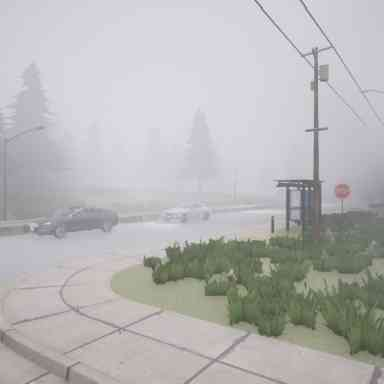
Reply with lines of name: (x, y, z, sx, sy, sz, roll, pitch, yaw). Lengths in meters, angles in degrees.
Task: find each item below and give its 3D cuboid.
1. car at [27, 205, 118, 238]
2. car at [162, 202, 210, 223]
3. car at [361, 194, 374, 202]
car: (-6.165, 1.492, 17.772, 2.128, 1.511, 4.902, 0, 0, 36)
car: (-0.319, 1.526, 25.845, 1.812, 1.442, 4.674, 0, 0, 36)
car: (40.420, 1.355, 76.466, 2.097, 1.767, 4.553, 0, 0, 36)
